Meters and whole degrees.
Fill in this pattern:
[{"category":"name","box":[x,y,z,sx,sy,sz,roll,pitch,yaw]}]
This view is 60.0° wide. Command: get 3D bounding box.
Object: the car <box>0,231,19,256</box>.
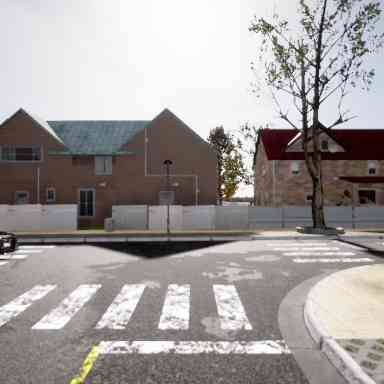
[{"category":"car","box":[-8.196,1.616,11.191,4.181,1.385,1.994,-1,-1,0]}]
